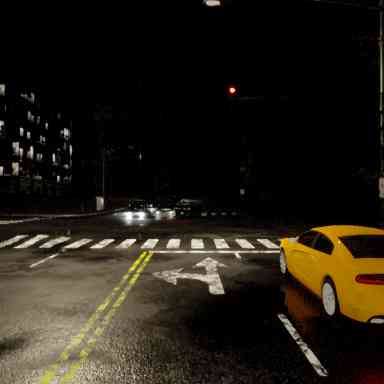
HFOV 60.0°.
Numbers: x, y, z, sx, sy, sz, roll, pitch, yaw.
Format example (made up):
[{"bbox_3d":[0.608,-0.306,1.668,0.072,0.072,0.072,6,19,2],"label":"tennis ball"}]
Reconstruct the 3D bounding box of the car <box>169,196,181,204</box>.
[{"bbox_3d":[-3.278,1.591,65.181,2.033,1.411,5.357,0,0,1],"label":"car"}]

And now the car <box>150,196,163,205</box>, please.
[{"bbox_3d":[-6.553,1.520,62.140,1.882,1.535,5.008,0,0,0],"label":"car"}]

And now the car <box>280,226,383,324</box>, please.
[{"bbox_3d":[3.362,1.476,7.351,1.882,1.535,5.008,-1,0,0],"label":"car"}]

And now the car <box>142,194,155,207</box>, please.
[{"bbox_3d":[-6.596,1.256,50.882,2.150,2.045,5.566,0,0,0],"label":"car"}]

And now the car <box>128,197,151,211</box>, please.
[{"bbox_3d":[-6.595,1.629,41.118,1.895,1.301,4.718,0,0,0],"label":"car"}]

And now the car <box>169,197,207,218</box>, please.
[{"bbox_3d":[-0.335,1.667,33.786,2.128,1.511,4.902,0,3,15],"label":"car"}]

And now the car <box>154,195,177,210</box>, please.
[{"bbox_3d":[-3.346,1.507,42.519,1.882,1.535,5.008,0,0,0],"label":"car"}]

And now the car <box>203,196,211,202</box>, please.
[{"bbox_3d":[3.260,1.528,75.224,1.882,1.535,5.008,0,0,0],"label":"car"}]
